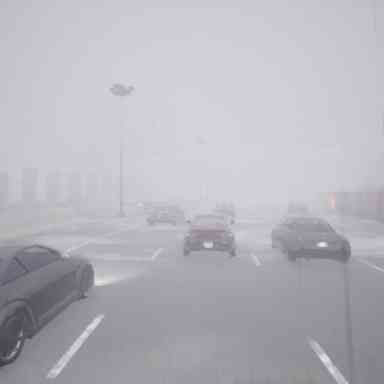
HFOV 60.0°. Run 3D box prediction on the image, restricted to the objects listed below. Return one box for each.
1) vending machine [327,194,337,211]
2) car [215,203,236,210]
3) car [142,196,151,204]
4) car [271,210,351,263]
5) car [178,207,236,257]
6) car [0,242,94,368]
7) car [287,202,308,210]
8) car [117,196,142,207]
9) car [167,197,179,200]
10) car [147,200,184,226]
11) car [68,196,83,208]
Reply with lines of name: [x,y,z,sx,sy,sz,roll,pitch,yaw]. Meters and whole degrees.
vending machine: [18.067,1.331,42.905,1.100,2.100,0.880,0,0,16]
car: [3.068,1.653,30.826,1.895,1.301,4.718,0,0,10]
car: [-9.736,1.577,65.024,2.033,1.411,5.357,0,0,17]
car: [4.160,1.598,12.256,1.994,1.385,4.181,0,0,4]
car: [0.710,1.545,13.039,1.812,1.442,4.674,0,0,4]
car: [-3.213,1.557,5.758,1.994,1.385,4.181,0,0,2]
car: [11.170,1.696,35.458,1.895,1.301,4.718,0,0,13]
car: [-10.001,1.545,52.093,1.812,1.442,4.674,0,0,17]
car: [-3.587,1.660,61.236,1.895,1.301,4.718,0,0,17]
car: [-1.704,1.569,23.406,2.033,1.411,5.357,0,0,8]
car: [-18.108,1.330,49.038,2.097,1.767,4.553,0,0,15]
